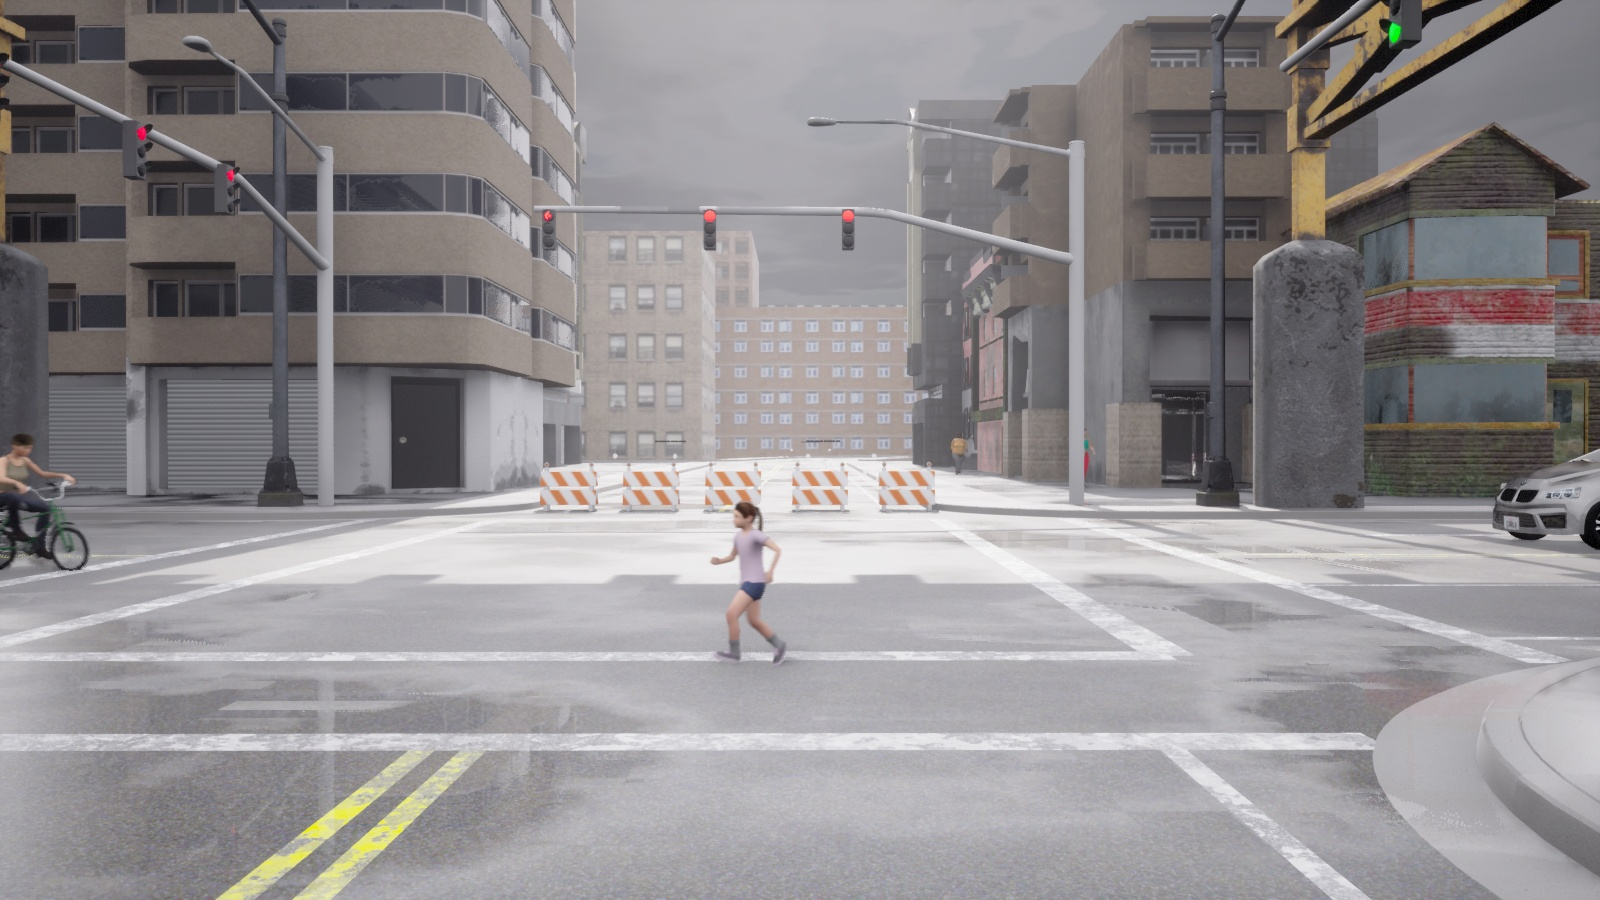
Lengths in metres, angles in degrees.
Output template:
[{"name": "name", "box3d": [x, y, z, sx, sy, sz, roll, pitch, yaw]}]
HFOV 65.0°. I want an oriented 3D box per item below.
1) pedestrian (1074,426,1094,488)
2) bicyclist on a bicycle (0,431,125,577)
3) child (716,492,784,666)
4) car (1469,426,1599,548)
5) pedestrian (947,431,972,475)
[{"name": "pedestrian", "box3d": [8.545, 0.205, 37.799, 0.345, 1.836, 0.594, 0, 0, -12]}, {"name": "bicyclist on a bicycle", "box3d": [-8.855, 0.593, 14.609, 1.509, 1.612, 0.866, 0, 3, 9]}, {"name": "child", "box3d": [-0.331, 0.842, 8.293, 0.394, 1.110, 0.255, 0, 0, -19]}, {"name": "car", "box3d": [12.614, 0.498, 18.226, 4.611, 1.667, 2.242, 0, 0, 0]}, {"name": "pedestrian", "box3d": [6.657, 0.120, 52.573, 0.874, 1.855, 0.900, 0, 0, -4]}]
